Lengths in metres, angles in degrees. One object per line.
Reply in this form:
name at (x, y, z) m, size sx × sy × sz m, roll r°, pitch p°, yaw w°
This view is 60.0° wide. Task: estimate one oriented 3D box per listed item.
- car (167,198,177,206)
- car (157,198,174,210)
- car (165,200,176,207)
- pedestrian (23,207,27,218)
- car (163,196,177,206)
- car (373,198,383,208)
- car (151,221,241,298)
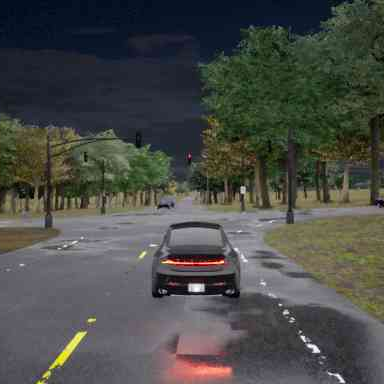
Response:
car at (-4.809, 2.403, 81.104) m, size 2.097 × 1.767 × 4.553 m, roll 0°, pitch -2°, yaw -1°
car at (-4.195, 2.006, 50.264) m, size 1.895 × 1.301 × 4.718 m, roll 0°, pitch -1°, yaw -1°
car at (-4.571, 2.324, 70.784) m, size 2.033 × 1.411 × 5.357 m, roll 0°, pitch -1°, yaw -1°
pedestrian at (-18.108, 2.202, 36.112) m, size 0.375 × 1.300 × 0.375 m, roll 0°, pitch 1°, yaw 2°
car at (-4.406, 1.807, 60.455) m, size 2.150 × 2.045 × 5.566 m, roll 0°, pitch -1°, yaw -2°
car at (19.525, 0.784, 30.819) m, size 4.718 × 1.301 × 1.895 m, roll -2°, pitch -1°, yaw 2°
car at (0.084, 1.508, 8.517) m, size 1.837 × 1.490 × 4.892 m, roll 0°, pitch 0°, yaw 0°
